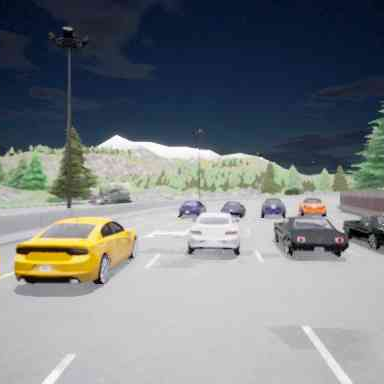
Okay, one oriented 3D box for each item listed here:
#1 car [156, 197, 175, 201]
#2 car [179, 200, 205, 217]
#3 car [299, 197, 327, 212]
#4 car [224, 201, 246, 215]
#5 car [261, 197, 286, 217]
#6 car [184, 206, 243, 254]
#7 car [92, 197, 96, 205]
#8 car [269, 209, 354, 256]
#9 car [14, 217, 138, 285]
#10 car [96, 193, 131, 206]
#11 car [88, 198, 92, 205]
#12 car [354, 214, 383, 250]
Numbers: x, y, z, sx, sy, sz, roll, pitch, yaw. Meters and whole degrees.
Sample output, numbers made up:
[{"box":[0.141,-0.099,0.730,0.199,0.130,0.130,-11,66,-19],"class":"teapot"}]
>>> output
[{"box":[-4.011,1.503,53.138,1.895,1.301,4.718,0,0,21],"class":"car"},{"box":[0.100,1.476,29.810,1.812,1.442,4.674,0,0,12],"class":"car"},{"box":[11.243,1.327,31.239,2.097,1.767,4.553,0,0,14],"class":"car"},{"box":[3.817,1.523,30.335,1.994,1.385,4.181,0,0,13],"class":"car"},{"box":[7.415,1.320,30.324,2.097,1.767,4.553,0,0,13],"class":"car"},{"box":[0.930,1.506,13.268,1.812,1.442,4.674,0,0,6],"class":"car"},{"box":[-12.542,1.412,50.076,1.812,1.442,4.674,0,0,19],"class":"car"},{"box":[4.409,1.590,13.098,1.895,1.301,4.718,0,0,6],"class":"car"},{"box":[-2.916,1.455,9.486,1.882,1.535,5.008,0,0,4],"class":"car"},{"box":[-10.353,1.121,45.560,2.150,2.045,5.566,0,0,18],"class":"car"},{"box":[-14.824,1.226,54.138,2.097,1.767,4.553,0,0,20],"class":"car"},{"box":[8.036,1.597,14.095,1.895,1.301,4.718,0,0,7],"class":"car"}]
